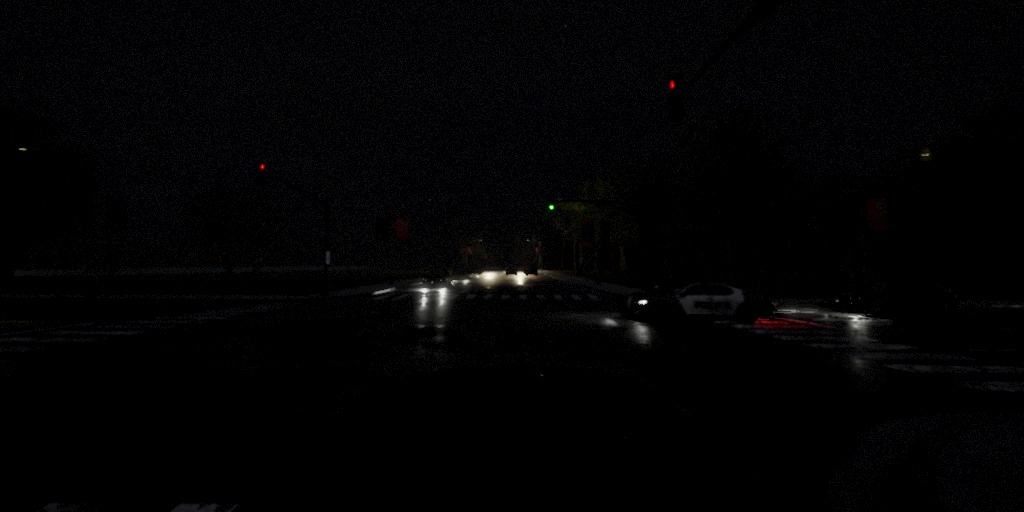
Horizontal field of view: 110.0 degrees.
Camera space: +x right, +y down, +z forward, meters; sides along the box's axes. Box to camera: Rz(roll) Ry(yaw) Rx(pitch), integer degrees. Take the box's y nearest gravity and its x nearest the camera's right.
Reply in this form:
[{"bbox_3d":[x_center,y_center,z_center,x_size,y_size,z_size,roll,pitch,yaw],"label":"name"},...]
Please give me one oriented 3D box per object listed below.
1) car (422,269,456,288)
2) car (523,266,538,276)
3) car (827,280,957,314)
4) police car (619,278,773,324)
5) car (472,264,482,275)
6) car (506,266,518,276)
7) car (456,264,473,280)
[{"bbox_3d":[-6.460,1.927,31.337,1.837,1.490,4.892,0,-1,0],"label":"car"},{"bbox_3d":[3.196,2.497,59.040,1.837,1.490,4.892,0,-1,0],"label":"car"},{"bbox_3d":[17.520,1.853,16.654,4.892,1.490,1.837,0,-2,0],"label":"car"},{"bbox_3d":[6.627,1.630,13.312,4.974,1.542,2.038,1,-1,0],"label":"police car"},{"bbox_3d":[-6.588,2.443,63.952,2.150,2.045,5.566,0,-1,0],"label":"car"},{"bbox_3d":[-0.057,2.608,59.463,1.895,1.301,4.718,0,-1,0],"label":"car"},{"bbox_3d":[-6.553,2.220,46.336,1.882,1.535,5.008,0,0,0],"label":"car"}]
